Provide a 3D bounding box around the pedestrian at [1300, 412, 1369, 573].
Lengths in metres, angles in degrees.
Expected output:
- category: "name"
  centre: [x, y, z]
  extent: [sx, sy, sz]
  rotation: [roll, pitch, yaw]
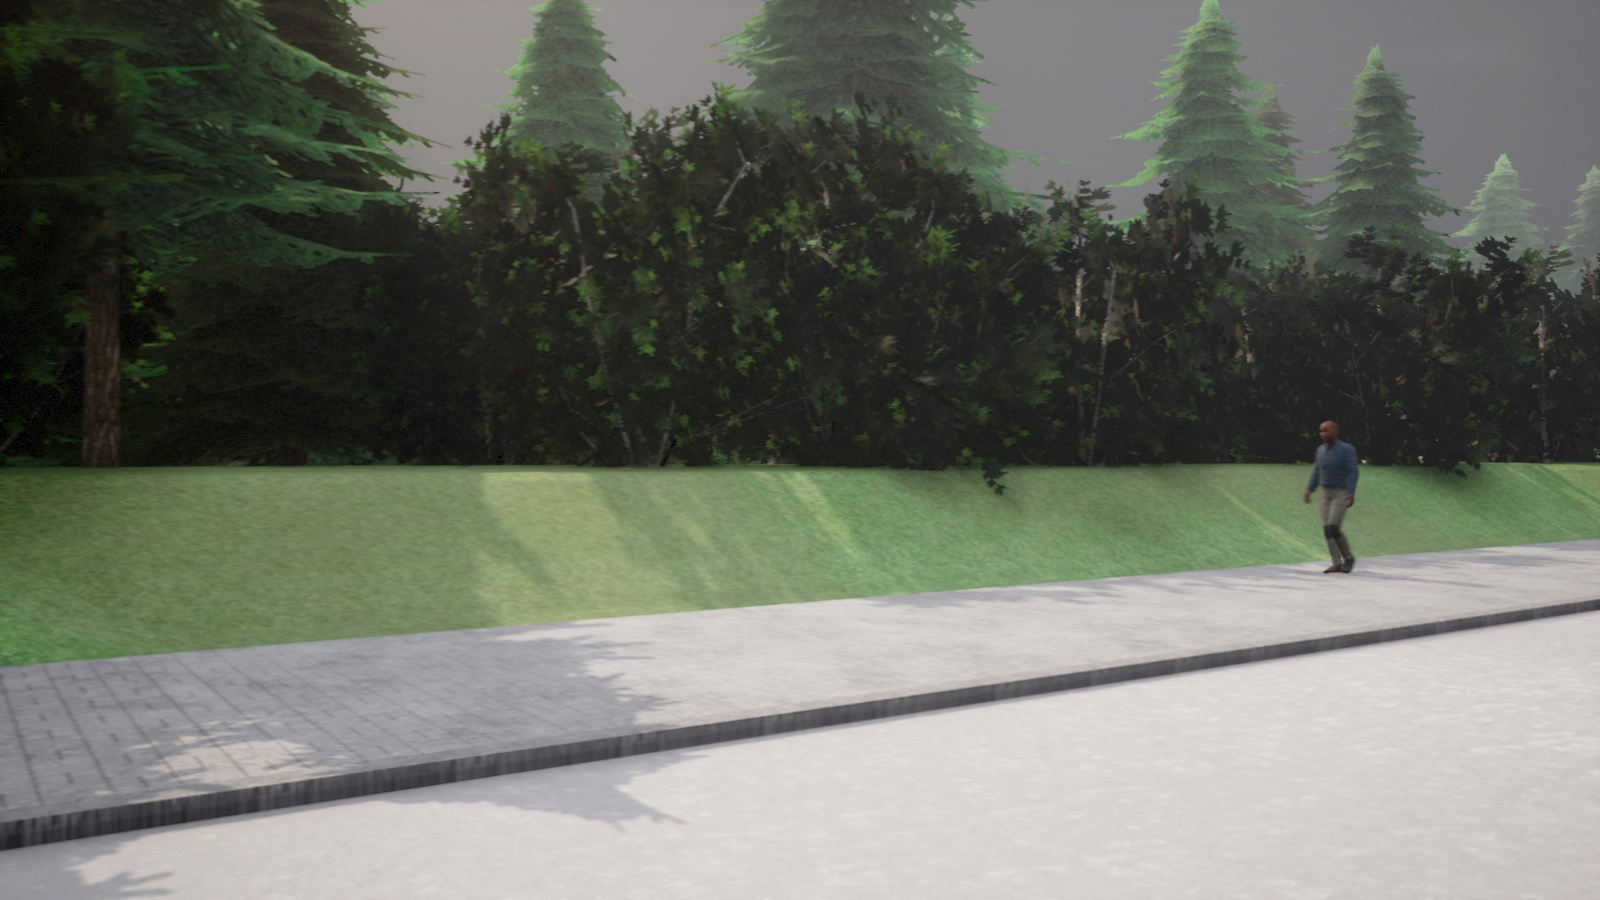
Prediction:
- category: "pedestrian"
  centre: [6.242, 0.489, 14.663]
  extent: [0.726, 1.835, 0.370]
  rotation: [0, 0, -30]
